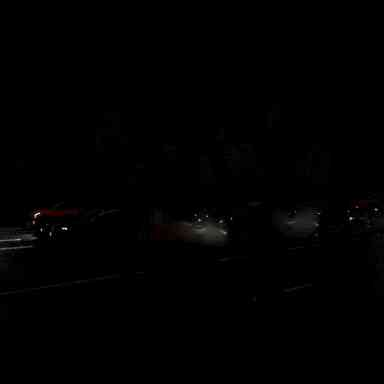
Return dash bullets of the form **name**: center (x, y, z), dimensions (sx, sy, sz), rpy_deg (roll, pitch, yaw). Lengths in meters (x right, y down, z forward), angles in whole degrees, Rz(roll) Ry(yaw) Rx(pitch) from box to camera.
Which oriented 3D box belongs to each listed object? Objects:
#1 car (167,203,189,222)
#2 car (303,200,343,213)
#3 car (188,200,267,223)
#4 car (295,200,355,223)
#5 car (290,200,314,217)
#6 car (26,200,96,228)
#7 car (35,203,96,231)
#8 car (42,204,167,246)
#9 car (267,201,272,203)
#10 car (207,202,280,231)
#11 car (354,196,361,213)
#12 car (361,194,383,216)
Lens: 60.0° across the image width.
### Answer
- **car**: center (-0.909, 1.564, 26.086), dimensions (4.181, 1.385, 1.994), rpy_deg (0, 0, -36)
- **car**: center (14.623, 1.601, 37.074), dimensions (4.718, 1.301, 1.895), rpy_deg (0, 0, -36)
- **car**: center (2.693, 1.547, 24.358), dimensions (5.357, 1.411, 2.033), rpy_deg (0, 0, -36)
- **car**: center (10.175, 1.564, 25.383), dimensions (4.181, 1.385, 1.994), rpy_deg (0, 0, -35)
- **car**: center (10.944, 1.505, 30.208), dimensions (4.892, 1.490, 1.837), rpy_deg (0, 0, -35)
- **car**: center (-7.931, 1.352, 21.068), dimensions (4.553, 1.767, 2.097), rpy_deg (0, 0, -35)
- **car**: center (-5.522, 1.547, 18.532), dimensions (5.357, 1.411, 2.033), rpy_deg (0, 0, -35)
- **car**: center (-3.921, 1.492, 15.330), dimensions (4.902, 1.511, 2.128), rpy_deg (0, 0, -36)
- **car**: center (6.219, 1.526, 31.146), dimensions (4.674, 1.442, 1.812), rpy_deg (0, 0, -35)
- **car**: center (3.324, 1.564, 20.506), dimensions (4.181, 1.385, 1.994), rpy_deg (0, 0, -35)
- **car**: center (19.435, 1.221, 36.197), dimensions (5.566, 2.045, 2.150), rpy_deg (0, 0, -35)
- **car**: center (18.745, 1.221, 31.418), dimensions (5.566, 2.045, 2.150), rpy_deg (0, 0, -36)
